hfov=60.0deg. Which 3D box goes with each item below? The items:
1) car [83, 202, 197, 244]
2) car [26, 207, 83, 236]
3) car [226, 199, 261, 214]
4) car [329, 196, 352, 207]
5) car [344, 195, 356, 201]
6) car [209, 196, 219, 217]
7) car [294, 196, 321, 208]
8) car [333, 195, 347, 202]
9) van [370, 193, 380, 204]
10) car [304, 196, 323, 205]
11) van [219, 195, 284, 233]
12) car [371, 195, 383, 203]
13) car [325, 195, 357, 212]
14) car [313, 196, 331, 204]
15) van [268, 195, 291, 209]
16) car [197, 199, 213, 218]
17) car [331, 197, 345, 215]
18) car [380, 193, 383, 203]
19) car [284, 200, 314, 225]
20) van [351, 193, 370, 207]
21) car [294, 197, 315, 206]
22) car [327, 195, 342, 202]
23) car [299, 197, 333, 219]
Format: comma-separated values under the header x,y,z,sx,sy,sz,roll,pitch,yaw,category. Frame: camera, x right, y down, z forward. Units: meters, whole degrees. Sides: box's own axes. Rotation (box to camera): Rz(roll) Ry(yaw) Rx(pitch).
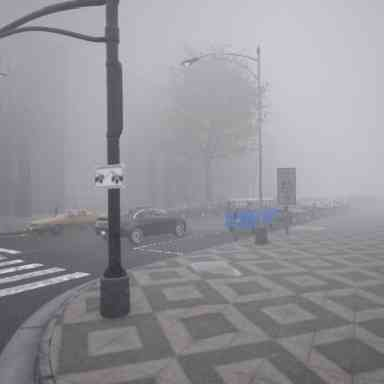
x,y,z,sx,sy,sz,roll,pitch,yaw,category
-2.170,1.429,15.395,2.128,1.511,4.902,-1,-1,36,car
-6.786,1.564,18.849,1.752,1.417,4.829,-1,0,36,car
5.678,1.529,36.157,2.008,1.369,4.403,-1,0,36,car
21.799,1.376,48.698,2.033,1.411,5.357,-1,-1,36,car
39.521,1.401,83.184,2.008,1.369,4.403,-1,-1,36,car
2.585,1.307,31.866,2.192,1.841,5.009,-1,0,36,car
15.957,1.387,45.718,2.128,1.511,4.902,-1,-1,36,car
33.161,1.416,74.346,1.887,1.381,4.507,-1,-1,36,car
28.683,1.103,53.537,1.690,1.788,3.998,-1,-1,36,van
21.025,1.440,57.484,1.752,1.417,4.829,-1,-1,36,car
3.387,1.213,18.387,1.690,1.788,3.998,-1,0,36,van
35.010,1.304,62.323,1.947,1.339,4.313,-1,-1,36,car
16.038,1.363,35.960,2.008,1.369,4.403,-1,0,36,car
24.214,1.454,61.914,2.008,1.369,4.403,-1,-1,36,car
11.853,1.293,44.744,1.690,1.788,3.998,-1,0,36,van
-0.501,1.552,27.571,1.887,1.381,4.507,-1,0,36,car
12.876,1.408,31.567,1.802,1.307,4.206,-1,0,36,car
31.947,1.275,58.067,1.752,1.417,4.829,-1,-1,36,car
6.552,1.422,22.779,1.947,1.339,4.313,-1,0,36,car
22.359,1.128,44.749,1.690,1.788,3.998,-1,0,36,van
18.035,1.492,53.328,1.947,1.339,4.313,-1,0,36,car
29.981,1.433,69.927,2.008,1.369,4.403,-1,-1,36,car
9.713,1.386,27.173,1.887,1.381,4.507,-1,0,36,car
